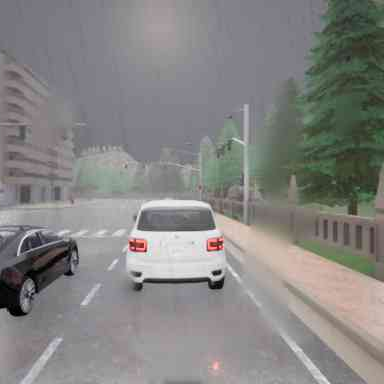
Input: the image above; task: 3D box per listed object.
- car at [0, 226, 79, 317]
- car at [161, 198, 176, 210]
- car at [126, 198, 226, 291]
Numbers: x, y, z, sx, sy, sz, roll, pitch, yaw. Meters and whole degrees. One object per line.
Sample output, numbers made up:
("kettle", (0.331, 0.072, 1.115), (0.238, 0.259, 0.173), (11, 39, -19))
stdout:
("car", (-3.971, 1.491, 7.405), (2.128, 1.511, 4.902), (0, 0, -3))
("car", (-3.166, 1.525, 44.422), (1.812, 1.442, 4.674), (0, 0, -4))
("car", (-0.480, 1.221, 9.186), (2.150, 2.045, 5.566), (0, 0, -4))
